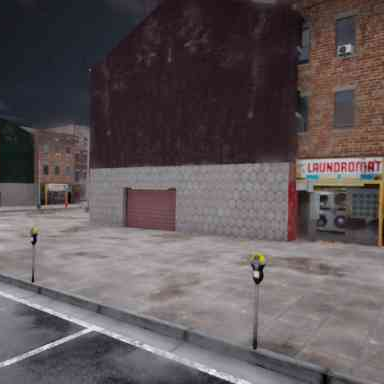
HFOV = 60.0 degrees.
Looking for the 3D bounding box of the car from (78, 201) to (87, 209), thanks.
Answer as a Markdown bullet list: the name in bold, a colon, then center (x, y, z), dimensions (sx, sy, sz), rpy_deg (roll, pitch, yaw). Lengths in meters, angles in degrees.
- **car**: center (-11.710, 1.365, 41.033), dimensions (1.812, 1.442, 4.674), rpy_deg (1, 1, 36)
